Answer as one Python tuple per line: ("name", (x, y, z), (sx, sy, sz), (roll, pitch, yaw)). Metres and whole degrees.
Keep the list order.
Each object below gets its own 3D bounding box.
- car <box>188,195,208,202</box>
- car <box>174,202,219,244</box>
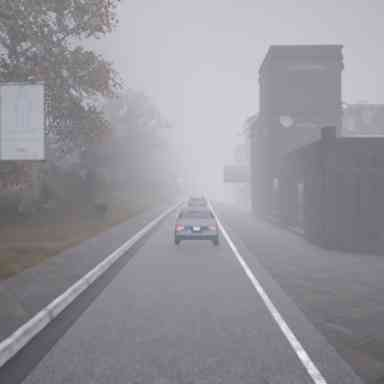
("car", (0.580, 1.044, 34.096), (2.128, 1.511, 4.902), (0, 1, 1))
("car", (0.203, 1.386, 14.991), (2.033, 1.411, 5.357), (0, 1, 1))
